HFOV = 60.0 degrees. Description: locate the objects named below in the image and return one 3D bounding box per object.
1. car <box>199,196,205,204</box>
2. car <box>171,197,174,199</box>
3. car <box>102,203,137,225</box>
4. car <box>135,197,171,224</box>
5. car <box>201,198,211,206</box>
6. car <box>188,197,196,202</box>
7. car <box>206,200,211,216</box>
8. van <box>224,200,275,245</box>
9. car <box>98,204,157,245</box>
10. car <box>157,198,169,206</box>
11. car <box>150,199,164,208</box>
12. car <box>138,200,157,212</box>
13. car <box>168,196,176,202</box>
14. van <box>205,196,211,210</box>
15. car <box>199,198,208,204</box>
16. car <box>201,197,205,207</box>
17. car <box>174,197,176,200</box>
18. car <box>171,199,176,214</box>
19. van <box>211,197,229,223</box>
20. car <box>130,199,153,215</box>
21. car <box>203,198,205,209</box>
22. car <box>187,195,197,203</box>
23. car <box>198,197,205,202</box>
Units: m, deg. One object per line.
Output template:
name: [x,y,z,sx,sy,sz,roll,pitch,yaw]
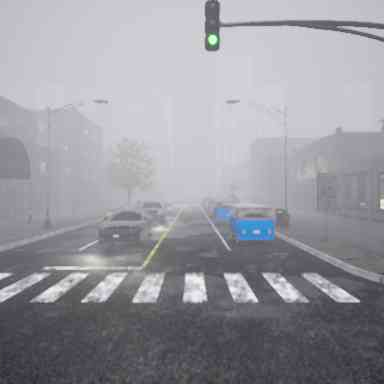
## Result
car: [2.690,1.642,54.328,2.192,1.841,5.009,0,0,0]
car: [-5.689,2.005,76.260,1.752,1.417,4.829,0,0,0]
car: [-5.691,1.676,26.566,1.752,1.417,4.829,0,0,0]
car: [-3.094,1.500,26.213,2.097,1.767,4.553,0,0,0]
car: [2.691,1.929,65.540,1.752,1.417,4.829,0,0,0]
car: [0.006,2.092,94.573,2.033,1.411,5.357,0,0,0]
car: [2.690,1.729,32.239,1.887,1.381,4.507,0,0,0]
van: [2.688,1.427,15.675,1.690,1.788,3.998,0,0,0]
car: [-3.099,1.567,16.240,1.882,1.535,5.008,0,0,1]
car: [-5.689,1.947,65.387,1.887,1.381,4.507,0,0,0]
car: [-5.689,1.872,54.344,1.887,1.381,4.507,0,0,0]
car: [-5.690,1.800,43.302,1.887,1.381,4.507,0,0,0]
car: [-5.688,2.043,92.996,1.967,1.590,4.097,0,0,0]
van: [2.689,1.560,37.762,1.690,1.788,3.998,0,0,0]
car: [2.692,2.025,76.413,1.887,1.381,4.507,0,0,0]
car: [2.691,1.856,48.804,1.947,1.339,4.313,0,0,0]
car: [-5.688,2.088,81.952,1.947,1.339,4.313,0,0,0]
car: [-3.087,1.815,36.869,1.895,1.301,4.718,0,0,0]
van: [2.688,1.492,26.719,1.690,1.788,3.998,0,0,0]
car: [-5.691,1.660,37.781,1.967,1.590,4.097,0,0,0]
car: [2.690,1.781,43.453,1.752,1.417,4.829,0,0,0]
car: [0.005,1.760,84.182,2.150,2.045,5.566,0,0,0]
car: [2.693,2.168,92.978,1.947,1.339,4.313,0,0,0]
